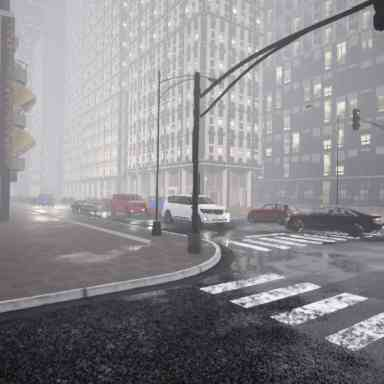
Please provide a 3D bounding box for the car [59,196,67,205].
[{"bbox_3d":[-22.135,1.447,59.138,2.128,1.511,4.902,1,-1,-35],"label":"car"}]

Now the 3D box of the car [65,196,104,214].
[{"bbox_3d":[-10.743,1.427,32.970,2.008,1.369,4.403,1,-1,-35],"label":"car"}]

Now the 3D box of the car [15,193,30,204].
[{"bbox_3d":[-30.286,1.155,60.659,2.192,1.841,5.009,1,-1,-35],"label":"car"}]

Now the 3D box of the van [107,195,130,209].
[{"bbox_3d":[-10.410,1.368,47.033,1.690,1.788,3.998,1,-1,-35],"label":"van"}]

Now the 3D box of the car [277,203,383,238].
[{"bbox_3d":[7.430,1.514,17.714,4.902,1.511,2.128,0,0,41],"label":"car"}]

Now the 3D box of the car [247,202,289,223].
[{"bbox_3d":[5.877,1.505,23.960,1.967,1.590,4.097,1,-1,-35],"label":"car"}]

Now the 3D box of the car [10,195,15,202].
[{"bbox_3d":[-36.806,1.396,69.885,1.947,1.339,4.313,1,-1,-35],"label":"car"}]

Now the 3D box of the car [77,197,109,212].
[{"bbox_3d":[-11.535,1.412,38.605,2.128,1.511,4.902,1,-1,-35],"label":"car"}]

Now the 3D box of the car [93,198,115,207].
[{"bbox_3d":[-13.672,1.586,51.645,1.947,1.339,4.313,1,-1,-35],"label":"car"}]

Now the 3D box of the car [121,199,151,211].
[{"bbox_3d":[-7.156,1.584,42.416,2.008,1.369,4.403,1,-1,-35],"label":"car"}]

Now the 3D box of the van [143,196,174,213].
[{"bbox_3d":[-3.895,1.382,37.804,1.690,1.788,3.998,1,-1,-35],"label":"van"}]

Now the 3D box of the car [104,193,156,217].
[{"bbox_3d":[-5.687,1.155,30.310,2.150,2.045,5.566,1,-1,-35],"label":"car"}]

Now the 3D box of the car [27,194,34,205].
[{"bbox_3d":[-23.775,1.432,51.427,1.802,1.307,4.206,1,-1,-35],"label":"car"}]

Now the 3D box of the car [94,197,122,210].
[{"bbox_3d":[-11.065,1.456,43.463,1.882,1.535,5.008,1,-1,-35],"label":"car"}]

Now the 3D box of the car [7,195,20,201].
[{"bbox_3d":[-40.063,1.377,74.500,2.008,1.369,4.403,1,-1,-35],"label":"car"}]

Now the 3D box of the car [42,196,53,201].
[{"bbox_3d":[-36.477,1.570,83.946,1.802,1.307,4.206,1,-1,-35],"label":"car"}]

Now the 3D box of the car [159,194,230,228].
[{"bbox_3d":[0.092,1.170,22.122,2.150,2.045,5.566,1,-1,-35],"label":"car"}]

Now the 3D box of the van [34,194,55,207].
[{"bbox_3d":[-20.513,1.197,46.815,1.690,1.788,3.998,1,-1,-35],"label":"van"}]
